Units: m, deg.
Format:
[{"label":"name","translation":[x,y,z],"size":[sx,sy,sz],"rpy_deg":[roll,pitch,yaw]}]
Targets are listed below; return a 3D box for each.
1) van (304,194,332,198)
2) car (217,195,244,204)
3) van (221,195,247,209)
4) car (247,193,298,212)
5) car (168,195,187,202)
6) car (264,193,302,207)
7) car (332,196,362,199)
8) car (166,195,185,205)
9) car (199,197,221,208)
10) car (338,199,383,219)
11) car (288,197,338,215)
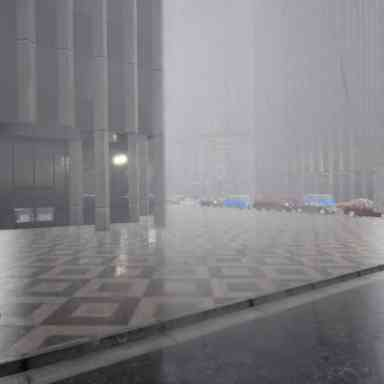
[{"label":"van","translation":[16.124,1.178,42.849],"size":[1.690,1.788,3.998],"rpy_deg":[-1,1,-35]},{"label":"car","translation":[6.404,1.295,56.485],"size":[1.752,1.417,4.829],"rpy_deg":[-1,1,-35]},{"label":"van","translation":[5.963,1.293,42.405],"size":[1.690,1.788,3.998],"rpy_deg":[-1,1,-35]},{"label":"car","translation":[9.173,1.290,37.907],"size":[2.192,1.841,5.009],"rpy_deg":[-1,1,-35]},{"label":"car","translation":[-3.120,1.256,69.842],"size":[2.008,1.369,4.403],"rpy_deg":[-1,1,-35]},{"label":"car","translation":[12.916,1.129,47.348],"size":[2.192,1.841,5.009],"rpy_deg":[-1,1,-35]},{"label":"car","translation":[19.234,1.384,38.492],"size":[1.752,1.417,4.829],"rpy_deg":[-1,1,-35]},{"label":"car","translation":[-3.664,1.437,55.899],"size":[2.008,1.369,4.403],"rpy_deg":[-1,1,-35]},{"label":"car","translation":[2.755,1.370,46.903],"size":[1.967,1.590,4.097],"rpy_deg":[-1,1,-35]},{"label":"car","translation":[15.594,1.566,28.914],"size":[1.887,1.381,4.507],"rpy_deg":[-1,1,-35]},{"label":"car","translation":[12.385,1.548,33.412],"size":[2.008,1.369,4.403],"rpy_deg":[-1,1,-35]}]
